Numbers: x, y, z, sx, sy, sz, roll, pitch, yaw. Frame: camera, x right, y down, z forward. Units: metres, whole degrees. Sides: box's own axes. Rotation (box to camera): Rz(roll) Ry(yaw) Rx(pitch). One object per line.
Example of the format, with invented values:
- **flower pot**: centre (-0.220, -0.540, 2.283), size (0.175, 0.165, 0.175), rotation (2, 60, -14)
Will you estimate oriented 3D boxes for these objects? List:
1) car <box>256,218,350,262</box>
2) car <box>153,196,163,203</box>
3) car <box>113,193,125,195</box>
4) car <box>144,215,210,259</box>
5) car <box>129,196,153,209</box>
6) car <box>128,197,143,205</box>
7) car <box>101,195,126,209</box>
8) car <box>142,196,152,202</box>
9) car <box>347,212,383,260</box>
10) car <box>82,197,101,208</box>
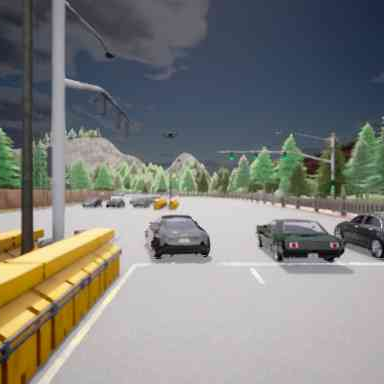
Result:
- **car**: centre (3.596, 1.605, 12.062), size (1.895, 1.301, 4.718), rotation (0, 0, 0)
- **car**: centre (-7.031, 1.521, 61.897), size (1.837, 1.490, 4.892), rotation (0, 0, 1)
- **car**: centre (-14.008, 1.235, 63.284), size (2.150, 2.045, 5.566), rotation (0, 0, 0)
- **car**: centre (-0.683, 1.567, 12.861), size (1.994, 1.385, 4.181), rotation (0, 0, -12)
- **car**: centre (-7.076, 1.516, 46.635), size (1.837, 1.490, 4.892), rotation (0, 0, 0)
- **car**: centre (-10.523, 1.617, 62.244), size (1.895, 1.301, 4.718), rotation (0, 0, 1)
- **car**: centre (-10.576, 1.559, 46.457), size (2.033, 1.411, 5.357), rotation (0, 0, 0)
- **car**: centre (-10.495, 1.600, 77.740), size (1.895, 1.301, 4.718), rotation (0, 0, 0)
- **car**: centre (7.097, 1.509, 12.530), size (1.837, 1.490, 4.892), rotation (0, 0, 0)
- **car**: centre (-14.072, 1.502, 47.124), size (2.128, 1.511, 4.902), rotation (0, 0, 0)
